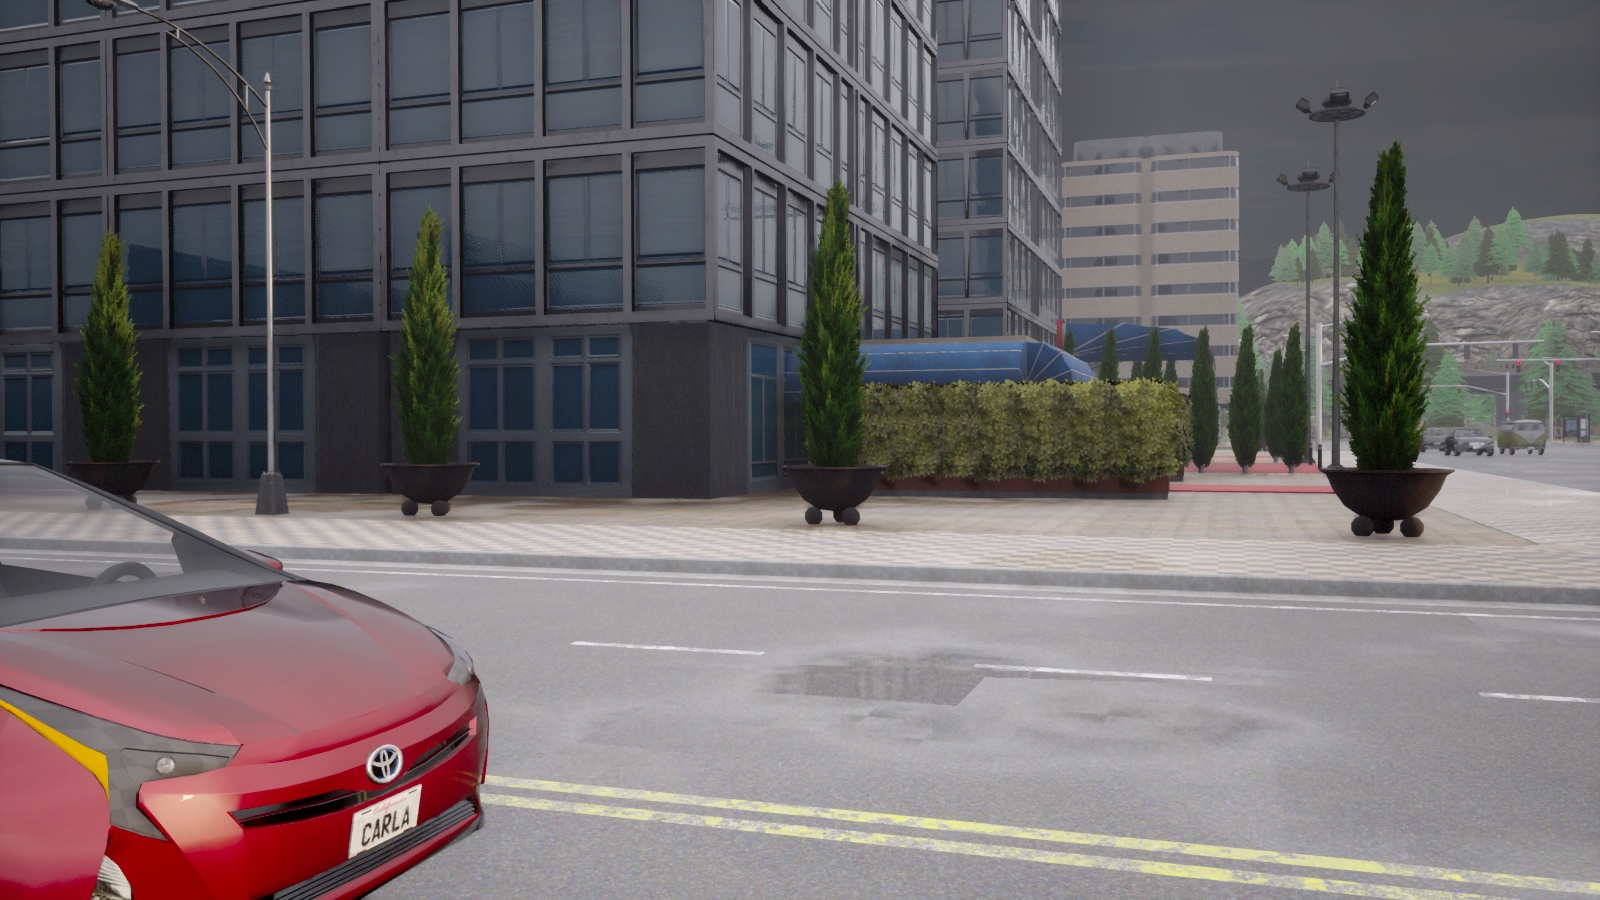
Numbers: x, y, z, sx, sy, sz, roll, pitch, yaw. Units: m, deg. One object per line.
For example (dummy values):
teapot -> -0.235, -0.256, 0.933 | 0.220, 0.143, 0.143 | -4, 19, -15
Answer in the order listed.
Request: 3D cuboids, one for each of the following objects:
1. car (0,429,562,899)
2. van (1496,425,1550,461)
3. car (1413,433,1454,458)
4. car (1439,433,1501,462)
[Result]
car -> -3.322, 0.692, 4.311 | 4.514, 1.525, 2.007 | 1, 1, 19
van -> 41.033, -0.410, 71.380 | 1.775, 1.987, 4.442 | 1, 1, 18
car -> 39.930, -0.313, 79.222 | 1.789, 1.549, 3.705 | 1, 1, 18
car -> 36.283, -0.172, 68.151 | 2.128, 1.511, 4.902 | 1, 1, 18
